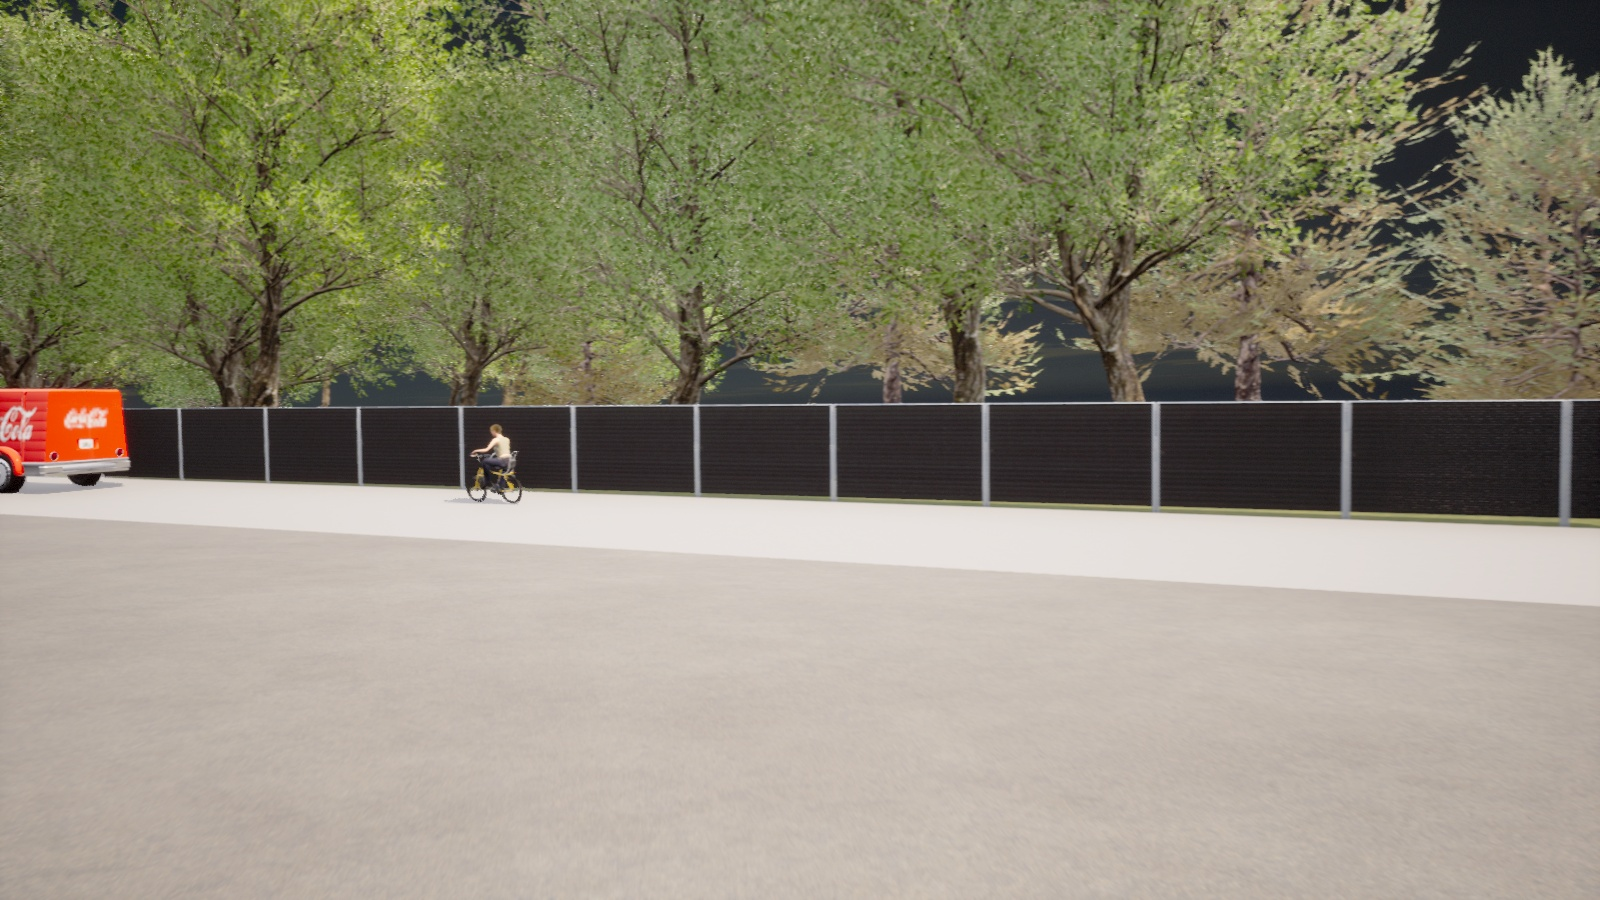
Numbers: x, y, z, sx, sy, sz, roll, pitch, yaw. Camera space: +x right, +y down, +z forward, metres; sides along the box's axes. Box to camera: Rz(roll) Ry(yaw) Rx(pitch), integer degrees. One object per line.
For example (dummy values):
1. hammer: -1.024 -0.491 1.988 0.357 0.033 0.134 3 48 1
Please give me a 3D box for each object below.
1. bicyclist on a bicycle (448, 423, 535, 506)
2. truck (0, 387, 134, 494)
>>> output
1. bicyclist on a bicycle: -6.248 0.271 25.451 1.509 1.612 0.866 1 3 30
2. truck: -19.551 -0.303 30.942 5.204 2.467 2.627 0 3 19
